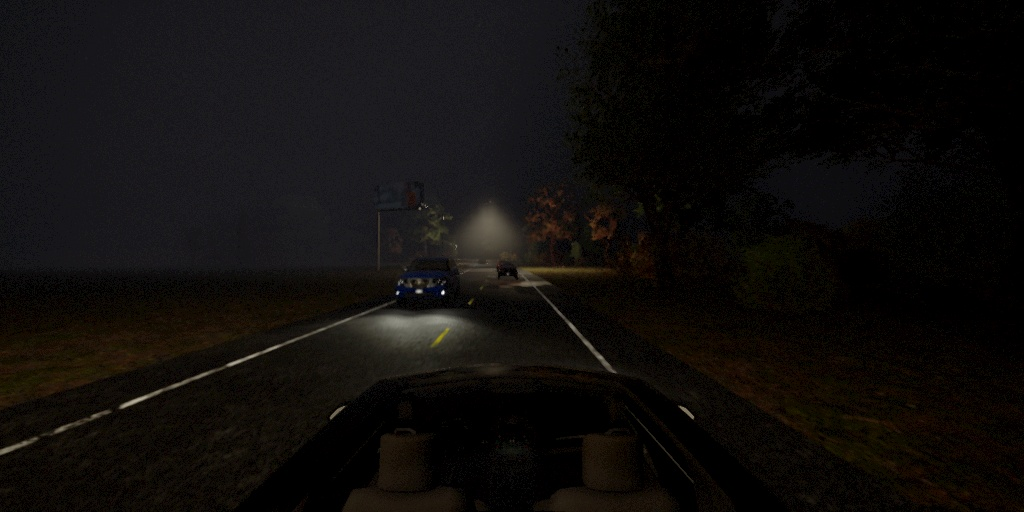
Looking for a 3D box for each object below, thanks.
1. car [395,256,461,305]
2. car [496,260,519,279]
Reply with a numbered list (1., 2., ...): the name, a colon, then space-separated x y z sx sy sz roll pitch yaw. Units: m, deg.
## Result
1. car: -3.718 1.035 16.858 2.150 2.045 5.566 0 0 -1
2. car: -0.424 1.383 33.666 1.812 1.442 4.674 0 0 -2
